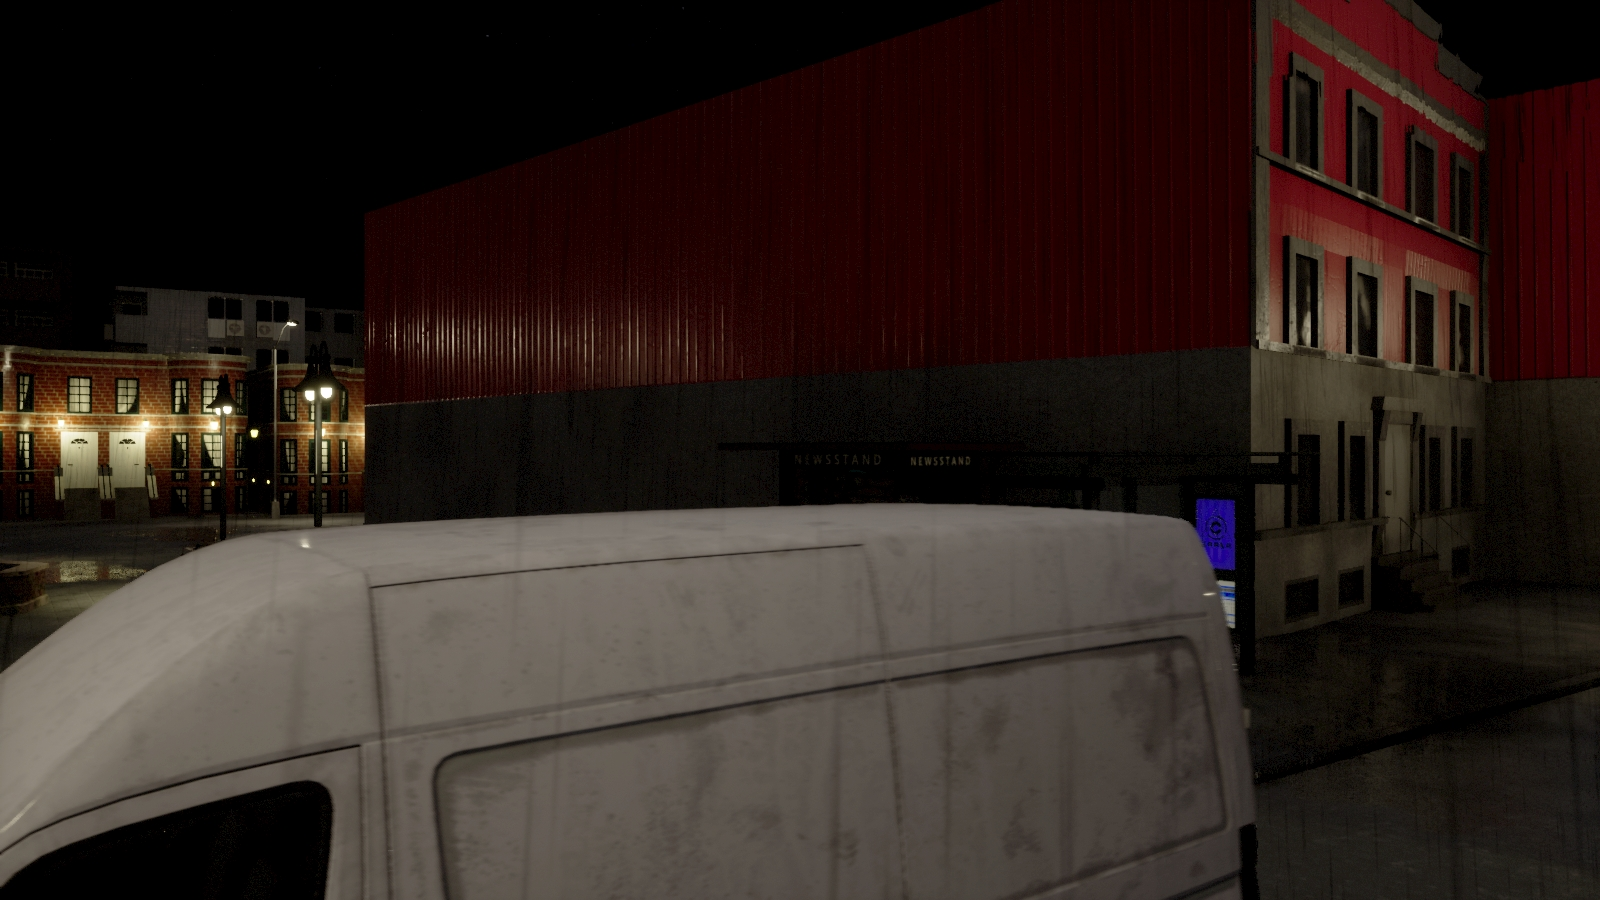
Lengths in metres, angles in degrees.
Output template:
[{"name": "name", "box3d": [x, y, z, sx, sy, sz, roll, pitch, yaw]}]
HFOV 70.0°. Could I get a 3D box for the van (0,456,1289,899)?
[{"name": "van", "box3d": [-1.032, 1.314, 3.691, 5.915, 2.561, 1.988, 0, 0, -35]}]
